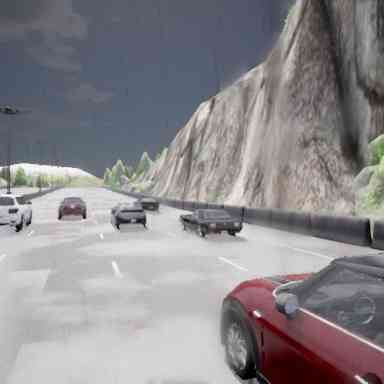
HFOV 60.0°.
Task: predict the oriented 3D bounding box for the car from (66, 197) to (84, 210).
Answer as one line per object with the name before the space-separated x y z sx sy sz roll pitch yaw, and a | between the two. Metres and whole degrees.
car | -14.083 1.306 40.207 1.895 1.301 4.718 0 1 -19

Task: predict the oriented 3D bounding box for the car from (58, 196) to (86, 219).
car | -10.116 1.215 28.260 2.097 1.767 4.553 0 1 -18

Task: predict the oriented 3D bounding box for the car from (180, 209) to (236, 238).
car | 0.807 1.565 17.581 1.895 1.301 4.718 0 0 -18

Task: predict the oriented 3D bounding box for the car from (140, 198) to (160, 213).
car | -4.640 1.298 33.977 1.882 1.535 5.008 0 0 -18

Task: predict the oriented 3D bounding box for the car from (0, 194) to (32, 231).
car | -10.950 1.153 19.665 2.150 2.045 5.566 0 0 -18

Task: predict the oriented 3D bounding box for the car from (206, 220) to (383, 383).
car | 1.955 1.353 3.029 2.097 1.767 4.553 0 0 -19

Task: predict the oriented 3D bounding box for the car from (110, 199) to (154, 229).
car | -4.140 1.425 21.372 2.128 1.511 4.902 0 0 -18
